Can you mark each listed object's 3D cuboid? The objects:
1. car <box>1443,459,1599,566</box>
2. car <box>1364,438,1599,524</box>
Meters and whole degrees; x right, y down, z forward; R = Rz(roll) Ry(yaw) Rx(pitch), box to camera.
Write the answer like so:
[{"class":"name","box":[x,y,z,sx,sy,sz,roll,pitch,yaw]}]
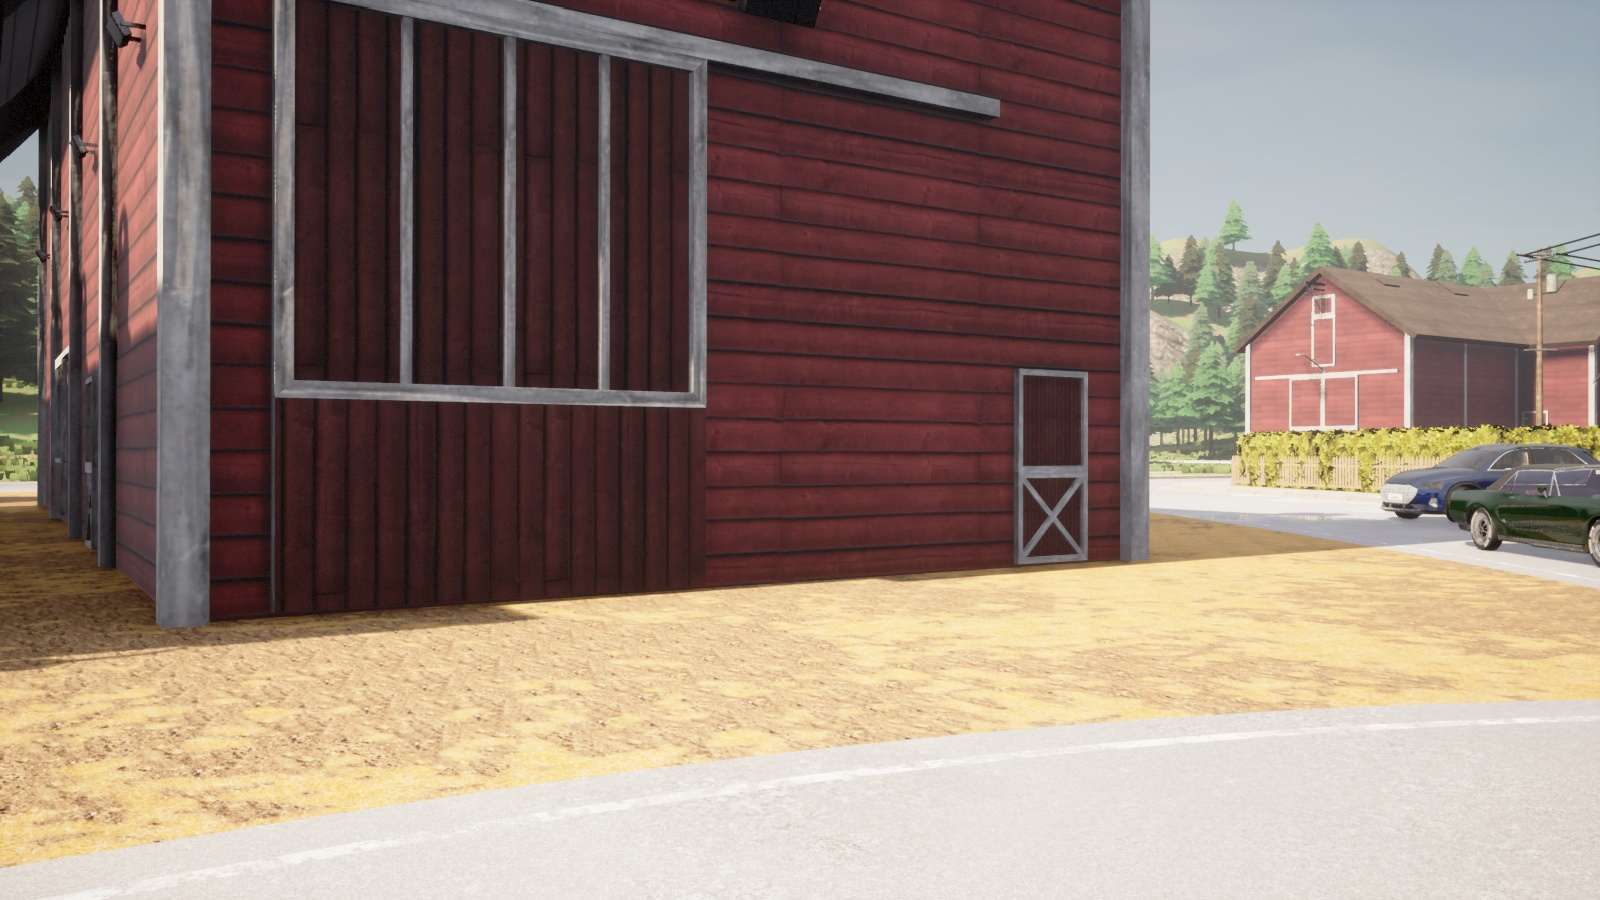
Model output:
[{"class":"car","box":[10.993,0.804,17.312,1.895,1.301,4.718,0,0,1]},{"class":"car","box":[14.835,0.612,26.732,4.856,1.649,2.033,-1,1,-11]}]
